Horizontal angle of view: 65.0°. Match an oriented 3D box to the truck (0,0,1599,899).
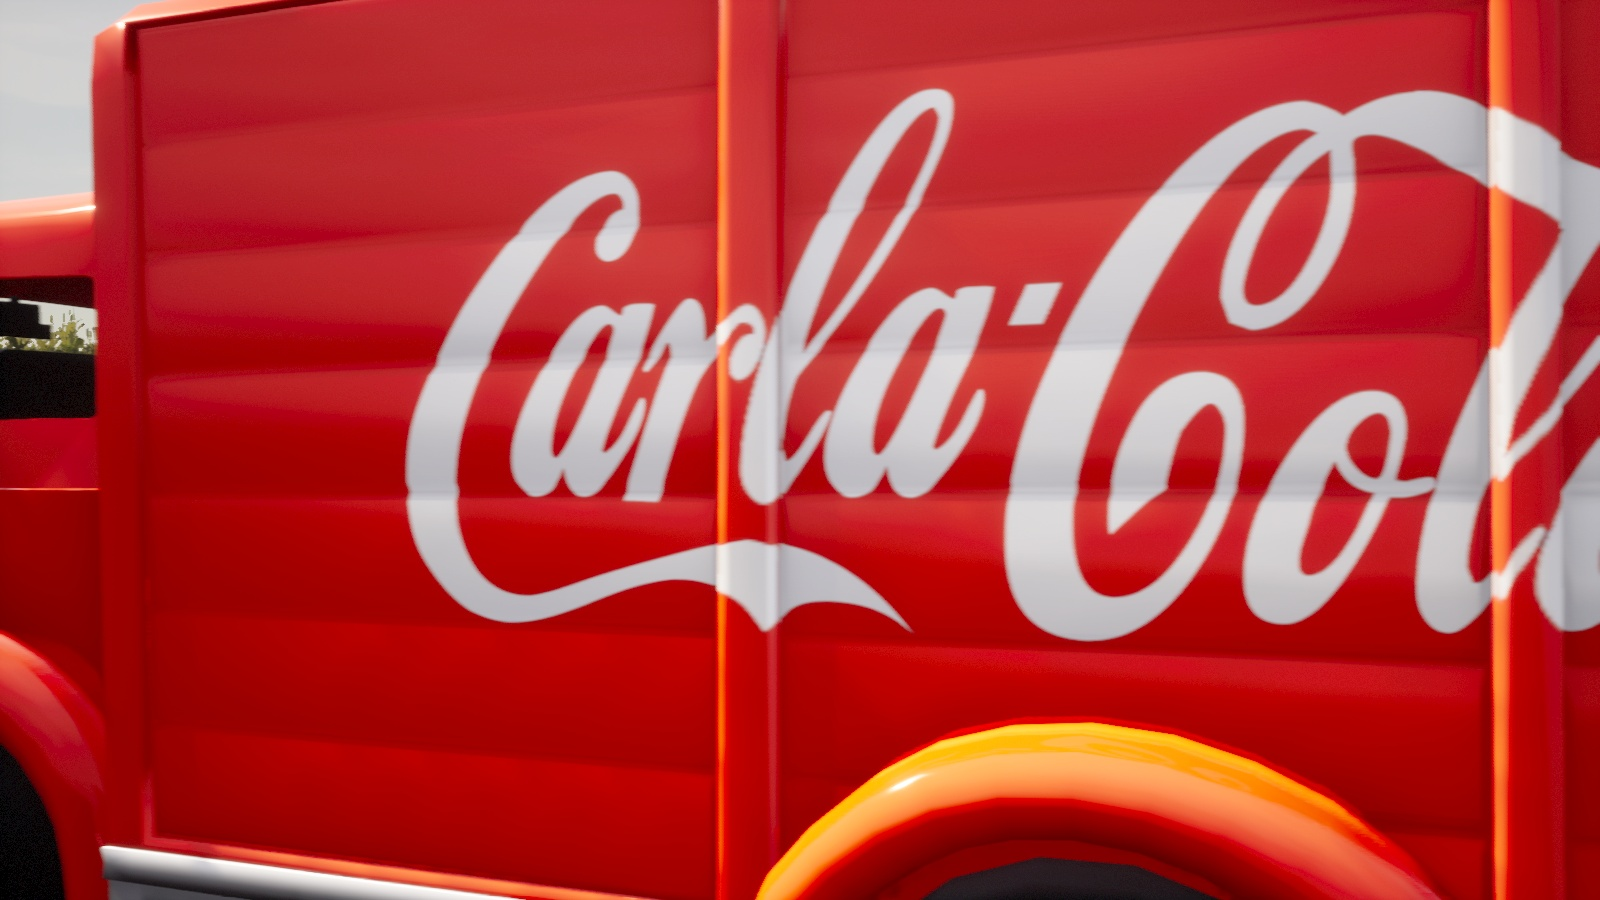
[{"bbox_3d":[-0.398,0.275,3.318,5.204,2.467,2.627,0,1,19],"label":"truck"}]
